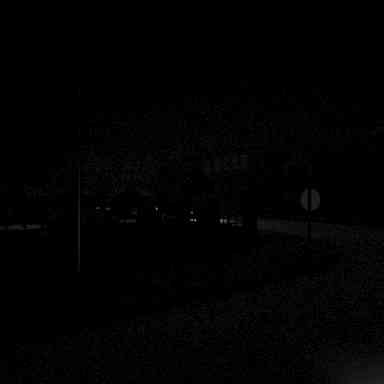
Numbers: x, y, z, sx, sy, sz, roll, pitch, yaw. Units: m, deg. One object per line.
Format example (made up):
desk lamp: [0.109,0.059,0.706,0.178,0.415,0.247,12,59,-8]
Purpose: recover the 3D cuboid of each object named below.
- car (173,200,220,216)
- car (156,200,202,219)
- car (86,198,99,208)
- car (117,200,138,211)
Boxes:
car: [0.335,1.547,34.368,2.033,1.411,5.357,0,0,-35]
car: [-1.427,1.505,29.629,1.837,1.490,4.892,0,0,-35]
car: [-15.512,1.525,49.551,1.812,1.442,4.674,0,0,-35]
car: [-7.482,1.547,38.140,2.033,1.411,5.357,0,0,-35]
